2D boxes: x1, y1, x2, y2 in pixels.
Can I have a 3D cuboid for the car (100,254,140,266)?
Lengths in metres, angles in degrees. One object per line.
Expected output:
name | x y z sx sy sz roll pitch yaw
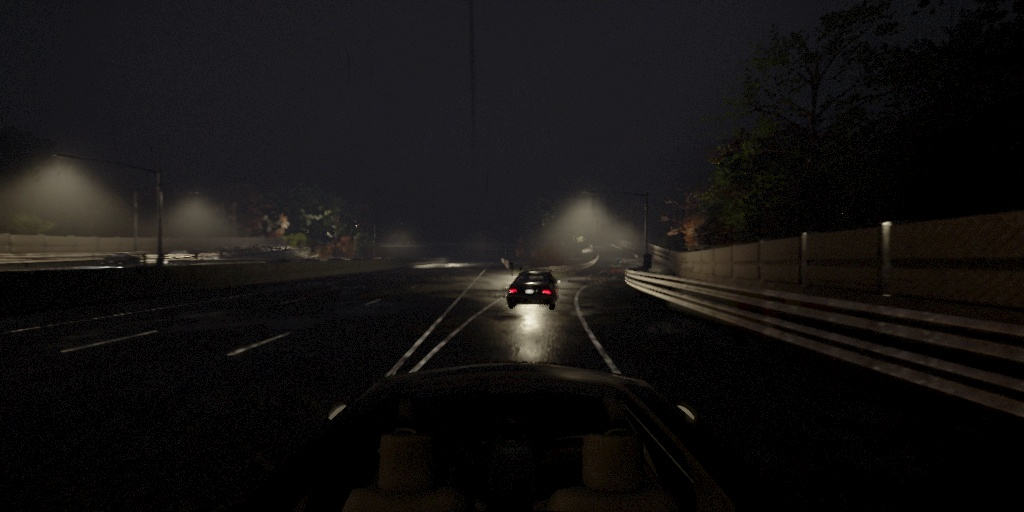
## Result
car | -44.438 0.415 40.765 1.994 1.385 4.181 0 1 -26

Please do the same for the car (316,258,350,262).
car | -22.989 1.085 46.640 1.882 1.535 5.008 0 0 -2

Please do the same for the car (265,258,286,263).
car | -29.969 1.041 46.094 1.882 1.535 5.008 0 0 -2

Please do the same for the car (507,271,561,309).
car | 1.025 1.345 15.272 2.033 1.411 5.357 1 -1 9

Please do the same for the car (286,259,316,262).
car | -26.487 1.077 46.534 2.128 1.511 4.902 0 0 -2
